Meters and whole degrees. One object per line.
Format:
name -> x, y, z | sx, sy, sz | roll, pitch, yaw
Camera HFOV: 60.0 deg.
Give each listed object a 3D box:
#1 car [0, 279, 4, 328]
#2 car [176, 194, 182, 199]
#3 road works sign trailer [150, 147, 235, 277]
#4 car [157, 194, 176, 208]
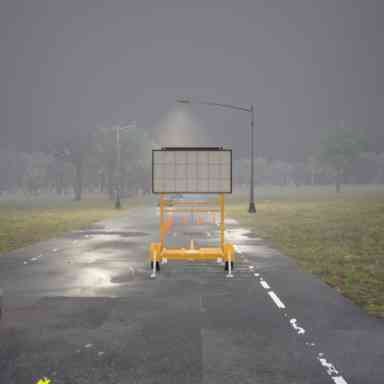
car -> -3.599, 1.503, 2.812 | 1.837, 1.490, 4.892 | 0, 0, 0
car -> -3.461, 0.661, 80.050 | 2.150, 2.045, 5.566 | 0, 1, 0
road works sign trailer -> 0.004, 0.445, 10.169 | 2.380, 3.560, 2.880 | 0, 0, 0
car -> -3.578, 1.269, 44.619 | 1.882, 1.535, 5.008 | 0, 1, 0
